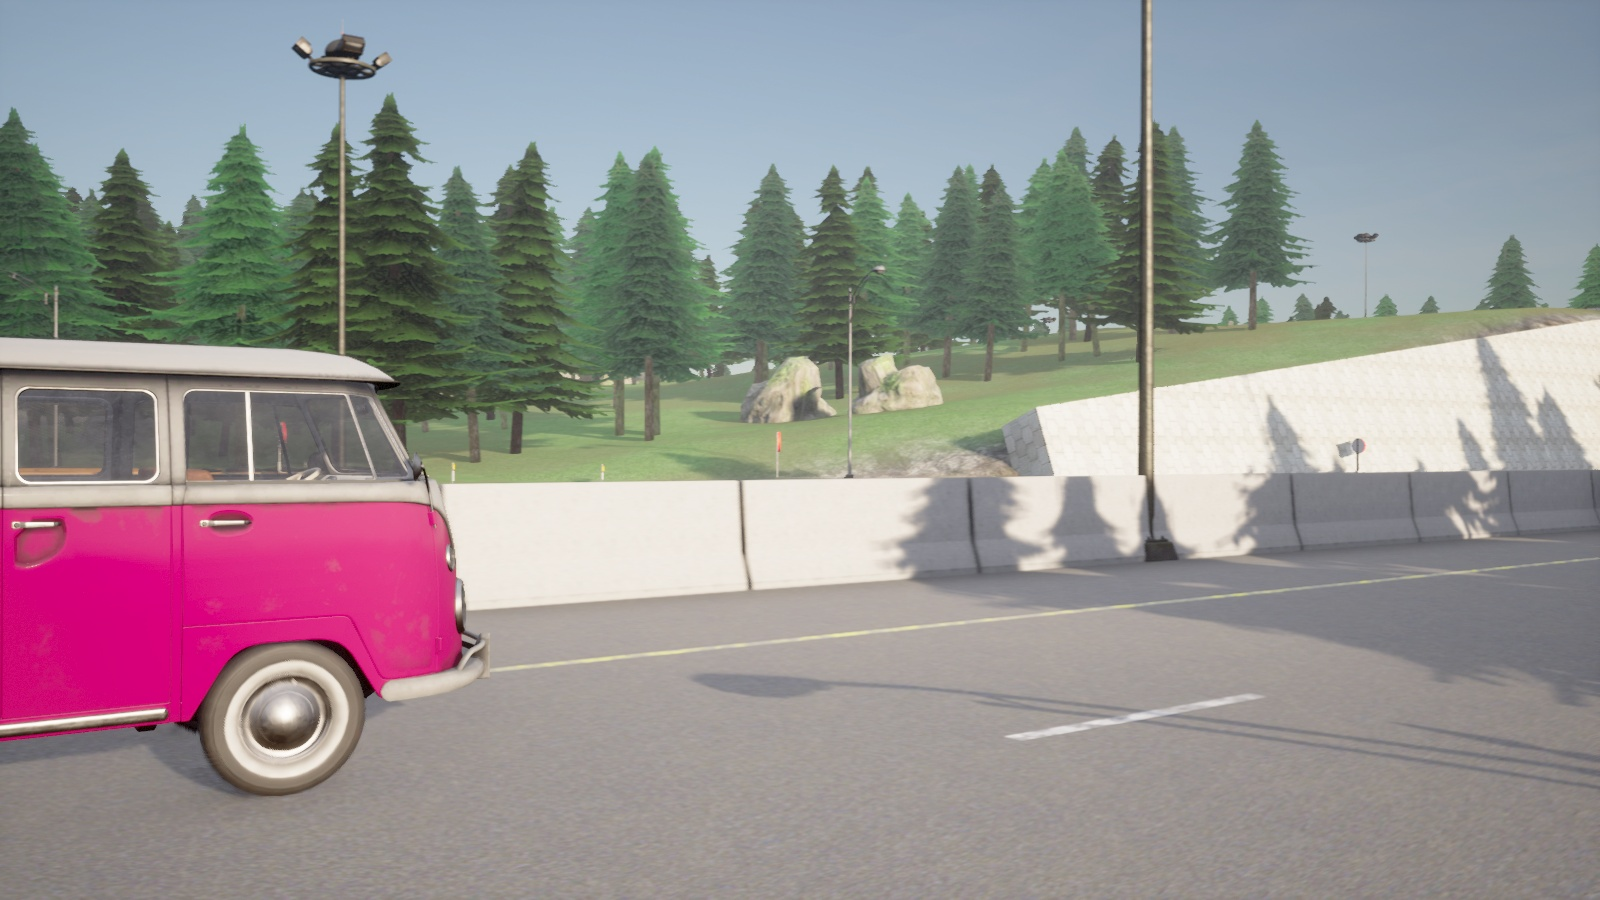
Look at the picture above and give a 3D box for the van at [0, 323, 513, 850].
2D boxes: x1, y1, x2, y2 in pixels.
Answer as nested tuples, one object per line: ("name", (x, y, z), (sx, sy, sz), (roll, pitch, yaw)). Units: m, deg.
("van", (-3.682, 0.518, 5.361), (4.442, 1.987, 1.775), (0, 0, -35))
